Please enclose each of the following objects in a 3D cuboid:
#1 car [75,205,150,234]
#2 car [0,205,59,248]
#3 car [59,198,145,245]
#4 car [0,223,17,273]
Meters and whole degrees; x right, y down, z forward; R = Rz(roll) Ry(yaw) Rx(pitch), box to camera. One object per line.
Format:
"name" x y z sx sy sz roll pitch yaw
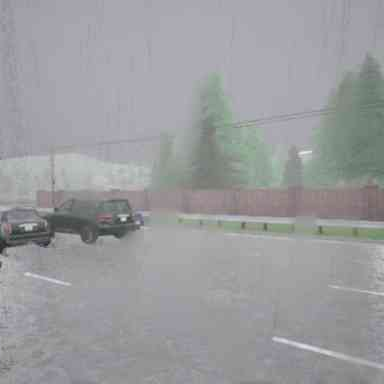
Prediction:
"car" -4.945 1.601 20.381 4.674 1.442 1.812 0 0 36
"car" -7.945 1.420 13.918 4.553 1.767 2.097 0 0 36
"car" -5.188 1.289 16.247 5.566 2.045 2.150 0 0 36
"car" -7.206 1.601 9.063 5.357 1.411 2.033 0 0 36
